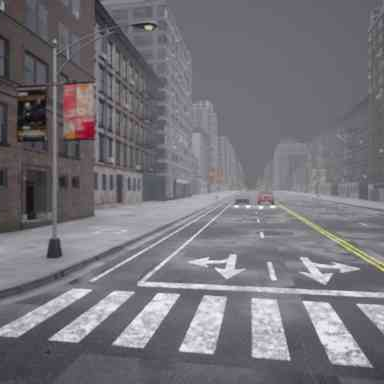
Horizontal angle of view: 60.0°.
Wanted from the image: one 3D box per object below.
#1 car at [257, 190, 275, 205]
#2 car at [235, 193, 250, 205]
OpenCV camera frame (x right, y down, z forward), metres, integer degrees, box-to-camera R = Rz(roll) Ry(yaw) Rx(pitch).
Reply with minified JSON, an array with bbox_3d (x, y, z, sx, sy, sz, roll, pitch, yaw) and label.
[{"bbox_3d":[10.394,0.682,46.880,2.150,2.045,5.566,0,1,10],"label":"car"},{"bbox_3d":[7.198,0.944,47.468,1.882,1.535,5.008,0,1,10],"label":"car"}]
